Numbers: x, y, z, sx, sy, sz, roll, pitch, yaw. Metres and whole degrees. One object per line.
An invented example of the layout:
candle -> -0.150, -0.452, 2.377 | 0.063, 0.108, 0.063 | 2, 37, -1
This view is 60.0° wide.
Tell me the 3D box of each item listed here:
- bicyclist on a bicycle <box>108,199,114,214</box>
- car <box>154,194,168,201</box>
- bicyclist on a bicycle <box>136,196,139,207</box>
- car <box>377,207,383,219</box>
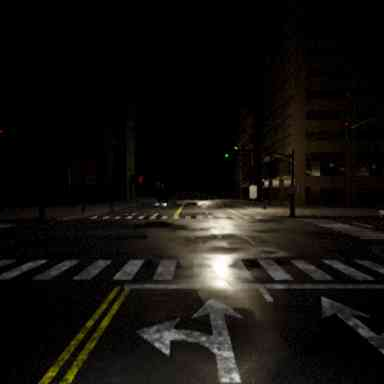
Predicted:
bicyclist on a bicycle -> -8.725, 1.529, 35.921 | 0.582, 1.620, 1.656 | 0, 0, 0
car -> -6.477, 1.138, 72.386 | 2.097, 1.767, 4.553 | 0, 0, 0
bicyclist on a bicycle -> -8.740, 1.488, 53.006 | 0.659, 1.776, 1.843 | 0, 0, 0
car -> 16.687, 1.405, 25.867 | 4.097, 1.590, 1.967 | 0, 1, 0
